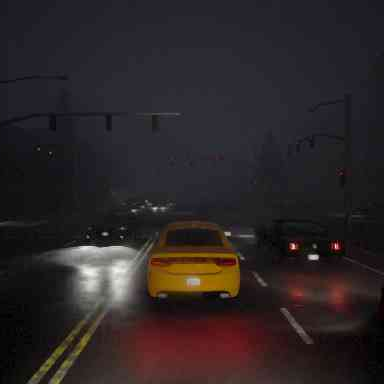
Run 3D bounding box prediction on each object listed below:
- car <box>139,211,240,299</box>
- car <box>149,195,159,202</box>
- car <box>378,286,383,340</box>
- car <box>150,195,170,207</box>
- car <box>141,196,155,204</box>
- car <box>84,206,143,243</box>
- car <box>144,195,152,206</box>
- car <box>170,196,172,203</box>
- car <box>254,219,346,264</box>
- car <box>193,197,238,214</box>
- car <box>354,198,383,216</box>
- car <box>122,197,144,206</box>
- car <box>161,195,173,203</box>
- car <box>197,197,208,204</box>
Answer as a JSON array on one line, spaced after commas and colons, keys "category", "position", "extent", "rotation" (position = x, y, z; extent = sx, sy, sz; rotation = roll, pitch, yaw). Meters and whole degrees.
[{"category": "car", "position": [0.030, 1.478, 8.523], "extent": [1.882, 1.535, 5.008], "rotation": [0, 0, 0]}, {"category": "car", "position": [-8.992, 1.455, 78.971], "extent": [1.882, 1.535, 5.008], "rotation": [0, 0, -2]}, {"category": "car", "position": [3.596, 1.478, 2.759], "extent": [1.882, 1.535, 5.008], "rotation": [0, 0, 0]}, {"category": "car", "position": [-4.821, 1.564, 50.432], "extent": [1.994, 1.385, 4.181], "rotation": [0, 0, -1]}, {"category": "car", "position": [-8.677, 1.548, 66.129], "extent": [2.033, 1.411, 5.357], "rotation": [0, 0, -1]}, {"category": "car", "position": [-3.588, 1.564, 15.881], "extent": [1.994, 1.385, 4.181], "rotation": [0, 0, 2]}, {"category": "car", "position": [-8.450, 1.547, 55.272], "extent": [2.033, 1.411, 5.357], "rotation": [0, 0, -1]}, {"category": "car", "position": [-5.072, 1.352, 60.665], "extent": [2.097, 1.767, 4.553], "rotation": [0, 0, -1]}, {"category": "car", "position": [3.497, 1.601, 11.849], "extent": [1.895, 1.301, 4.718], "rotation": [0, 0, -1]}, {"category": "car", "position": [2.489, 1.526, 35.082], "extent": [4.674, 1.442, 1.812], "rotation": [0, 0, -4]}, {"category": "car", "position": [18.759, 1.547, 32.254], "extent": [5.357, 1.411, 2.033], "rotation": [0, 0, -2]}, {"category": "car", "position": [-8.230, 1.505, 45.535], "extent": [1.837, 1.490, 4.892], "rotation": [0, 0, 0]}, {"category": "car", "position": [-5.278, 1.525, 70.879], "extent": [2.128, 1.511, 4.902], "rotation": [0, 0, -2]}, {"category": "car", "position": [1.976, 1.601, 64.842], "extent": [1.895, 1.301, 4.718], "rotation": [0, 0, -1]}]
